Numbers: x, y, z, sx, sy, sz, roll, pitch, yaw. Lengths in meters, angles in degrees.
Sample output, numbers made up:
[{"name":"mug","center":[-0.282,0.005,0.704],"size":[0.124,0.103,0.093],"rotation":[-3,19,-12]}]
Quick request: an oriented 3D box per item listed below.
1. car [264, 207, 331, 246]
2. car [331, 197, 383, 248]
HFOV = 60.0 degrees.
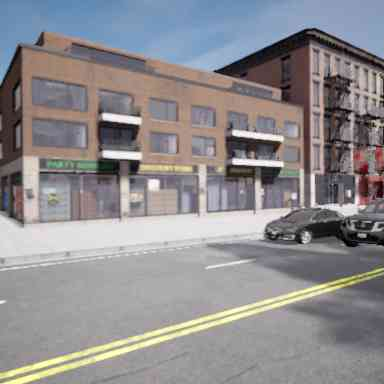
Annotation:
[{"name":"car","center":[5.472,1.507,15.549],"size":[4.892,1.490,1.837],"rotation":[0,0,-35]},{"name":"car","center":[8.405,1.225,13.643],"size":[5.566,2.045,2.150],"rotation":[0,0,-35]}]
